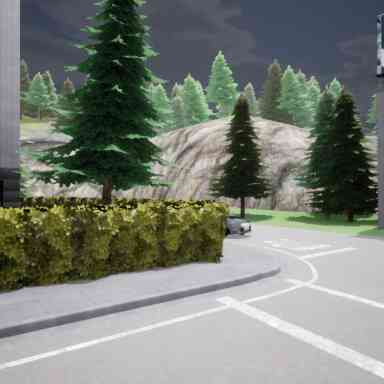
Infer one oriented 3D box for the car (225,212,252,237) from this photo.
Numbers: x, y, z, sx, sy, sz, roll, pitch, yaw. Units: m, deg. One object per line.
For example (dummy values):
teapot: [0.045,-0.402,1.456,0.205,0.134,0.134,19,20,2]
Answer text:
car: [1.221,1.668,19.335,2.128,1.511,4.902,0,0,-42]
